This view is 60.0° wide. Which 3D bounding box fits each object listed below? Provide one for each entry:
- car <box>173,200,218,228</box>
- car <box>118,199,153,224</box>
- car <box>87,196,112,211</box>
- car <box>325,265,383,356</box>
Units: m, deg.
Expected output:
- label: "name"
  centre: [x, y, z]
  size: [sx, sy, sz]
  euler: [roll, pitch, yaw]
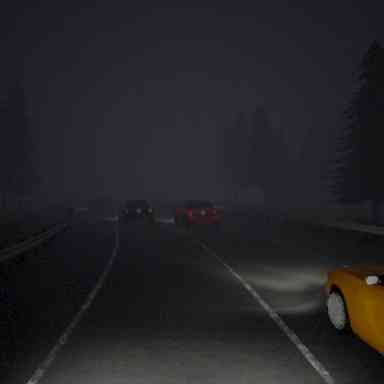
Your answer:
- label: "car"
  centre: [0.132, 1.295, 22.285]
  size: [2.097, 1.767, 4.553]
  euler: [0, 0, -15]
- label: "car"
  centre: [-4.219, 1.299, 24.439]
  size: [2.097, 1.767, 4.553]
  euler: [0, 0, -17]
- label: "car"
  centre: [-11.118, 1.278, 39.959]
  size: [2.097, 1.767, 4.553]
  euler: [0, 0, -29]
- label: "car"
  centre: [3.280, 1.460, 3.677]
  size: [1.882, 1.535, 5.008]
  euler: [0, 0, -3]
